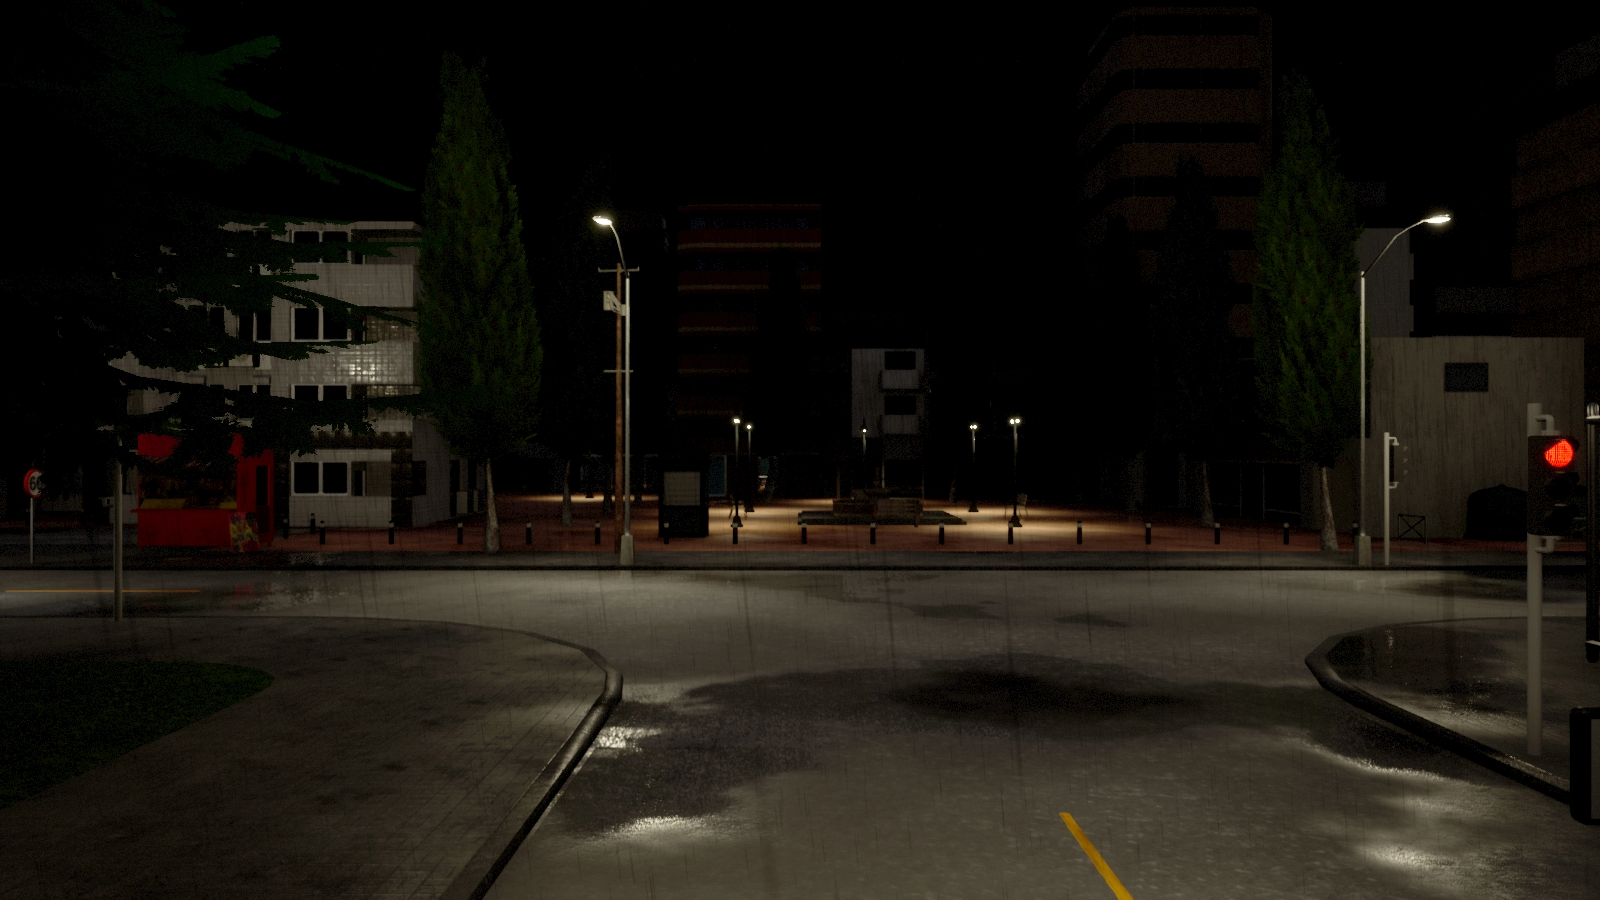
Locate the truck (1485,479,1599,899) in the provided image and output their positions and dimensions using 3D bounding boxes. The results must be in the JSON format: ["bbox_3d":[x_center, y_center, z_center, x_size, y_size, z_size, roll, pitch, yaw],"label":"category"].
[{"bbox_3d":[4.017,1.349,1.921,2.627,2.467,5.204,0,0,0],"label":"truck"}]
